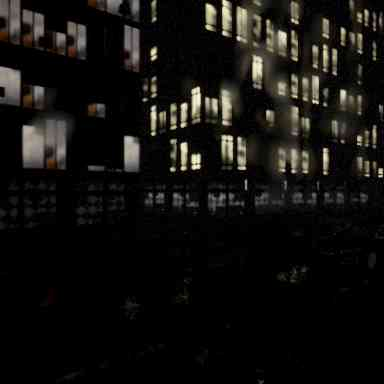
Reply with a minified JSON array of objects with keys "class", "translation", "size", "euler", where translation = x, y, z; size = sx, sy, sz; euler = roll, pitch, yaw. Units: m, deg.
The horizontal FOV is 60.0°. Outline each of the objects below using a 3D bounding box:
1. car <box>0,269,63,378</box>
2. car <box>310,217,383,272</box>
[{"class":"car","translation":[-3.751,1.587,3.880],"size":[4.206,1.307,1.802],"euler":[0,0,-35]},{"class":"car","translation":[5.520,1.499,10.489],"size":[4.403,1.369,2.008],"euler":[0,0,-35]}]
